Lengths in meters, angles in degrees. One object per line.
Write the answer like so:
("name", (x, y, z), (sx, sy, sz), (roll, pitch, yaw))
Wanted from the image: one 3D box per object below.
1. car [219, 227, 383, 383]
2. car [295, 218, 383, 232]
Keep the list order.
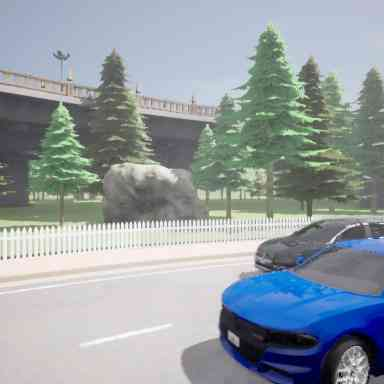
("car", (2.795, 1.477, 4.954), (5.008, 1.535, 1.882), (0, 0, -23))
("car", (4.089, 1.505, 9.168), (4.892, 1.490, 1.837), (0, -1, -19))
